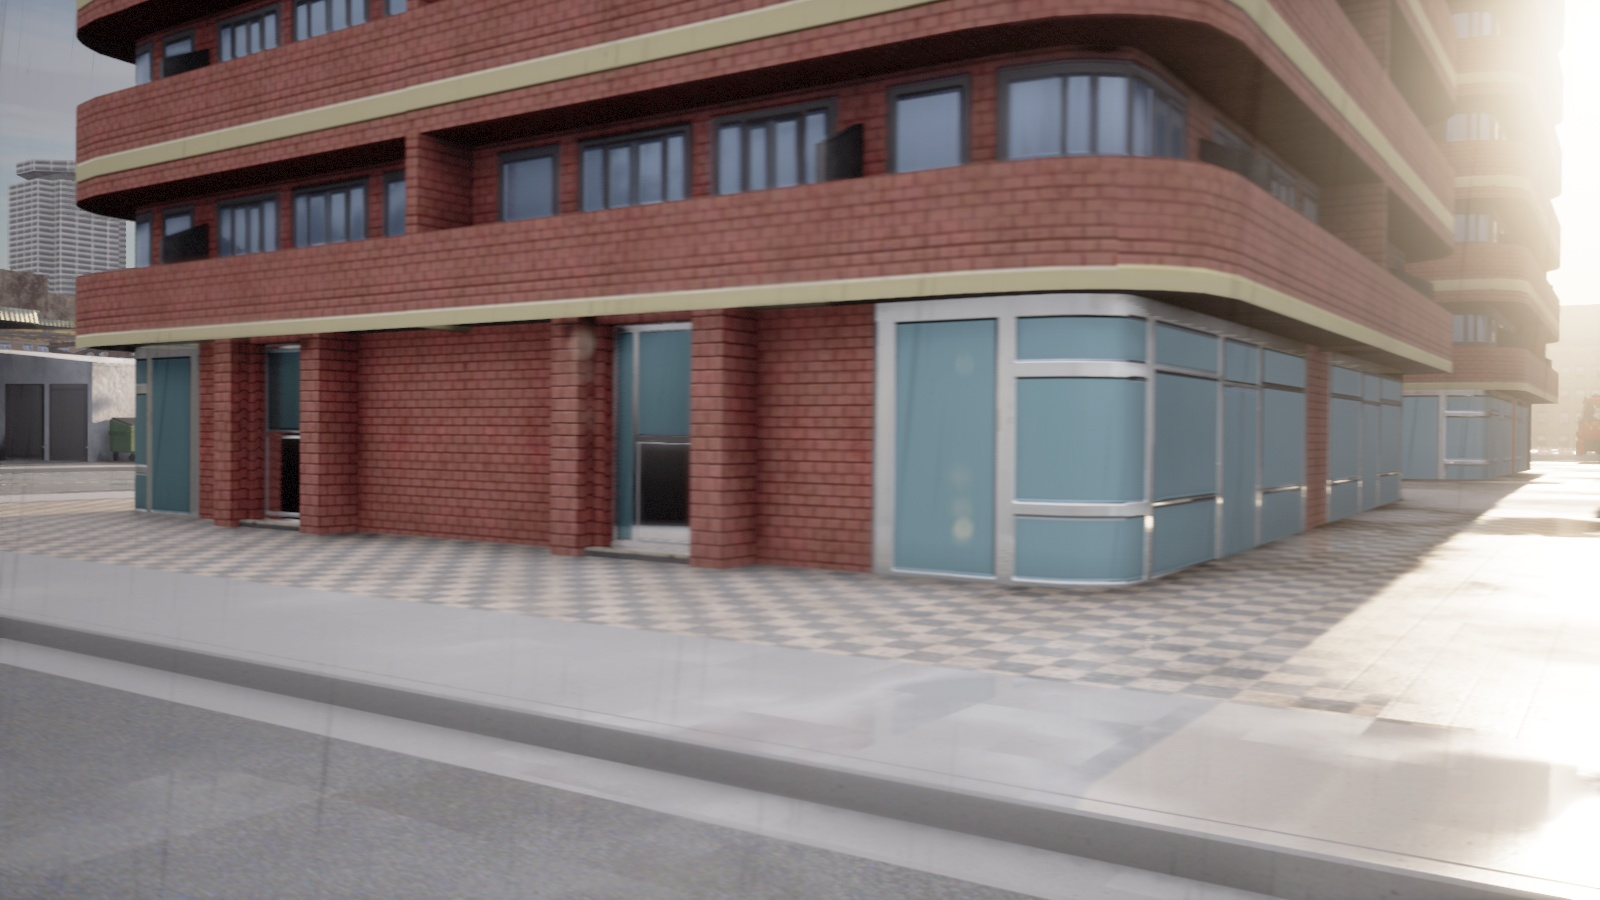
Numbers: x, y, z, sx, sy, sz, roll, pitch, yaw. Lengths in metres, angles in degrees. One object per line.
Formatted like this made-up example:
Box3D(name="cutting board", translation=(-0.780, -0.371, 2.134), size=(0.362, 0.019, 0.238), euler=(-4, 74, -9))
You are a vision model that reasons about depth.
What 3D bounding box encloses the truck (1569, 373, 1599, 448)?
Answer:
Box3D(name="truck", translation=(44.305, -2.108, 64.037), size=(8.468, 3.827, 2.891), euler=(-1, 0, 34))
